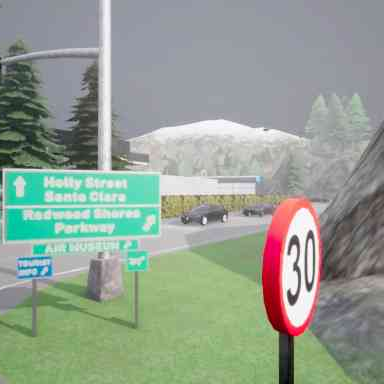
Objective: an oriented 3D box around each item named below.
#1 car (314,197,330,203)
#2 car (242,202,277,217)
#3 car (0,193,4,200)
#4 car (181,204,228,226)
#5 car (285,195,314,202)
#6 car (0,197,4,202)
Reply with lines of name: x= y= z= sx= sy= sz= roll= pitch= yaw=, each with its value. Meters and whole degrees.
car: x=28.281 y=1.787 z=74.896 sx=1.895 sy=1.301 sz=4.718 roll=0 pitch=0 yaw=-42
car: x=7.121 y=1.739 z=34.250 sx=2.033 sy=1.411 sz=5.357 roll=0 pitch=0 yaw=36
car: x=-38.569 y=1.489 z=69.983 sx=4.514 sy=1.523 sz=2.007 roll=0 pitch=0 yaw=35
car: x=1.066 y=1.696 z=25.929 sx=1.837 sy=1.490 sz=4.892 roll=0 pitch=0 yaw=36
car: x=13.414 y=1.412 z=42.821 sx=2.150 sy=2.045 sz=5.566 roll=0 pitch=0 yaw=36
car: x=-12.360 y=1.505 z=26.044 sx=1.905 sy=1.878 sz=3.866 roll=0 pitch=0 yaw=35
